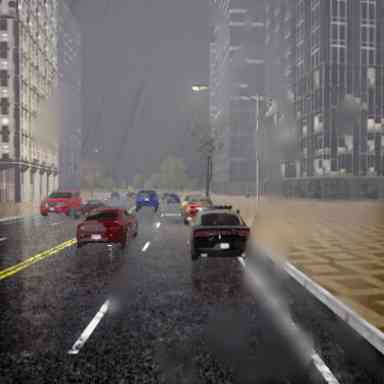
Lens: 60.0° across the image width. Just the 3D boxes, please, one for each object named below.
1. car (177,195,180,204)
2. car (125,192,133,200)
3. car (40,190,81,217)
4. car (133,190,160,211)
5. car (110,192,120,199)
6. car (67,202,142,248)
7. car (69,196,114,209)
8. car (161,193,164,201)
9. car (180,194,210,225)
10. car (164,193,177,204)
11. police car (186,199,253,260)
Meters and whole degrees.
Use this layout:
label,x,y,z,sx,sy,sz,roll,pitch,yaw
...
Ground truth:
label,x,y,z,sx,sy,sz,roll,pitch,yaw
car,0.100,1.024,28.072,2.097,1.767,4.553,0,1,-4
car,-11.890,0.776,64.806,1.837,1.490,4.892,0,1,-9
car,-10.771,0.901,27.884,2.150,2.045,5.566,0,1,-4
car,-4.540,0.820,34.184,2.150,2.045,5.566,0,0,-5
car,-15.882,0.727,68.940,1.837,1.490,4.892,0,1,-10
car,-3.374,1.365,13.774,1.812,1.442,4.674,0,1,-2
car,-7.317,1.279,24.647,1.994,1.385,4.181,0,1,-4
car,-4.624,0.828,61.551,1.812,1.442,4.674,0,1,-9
car,0.469,1.093,21.989,2.097,1.767,4.553,0,1,-3
car,-2.725,0.974,48.049,1.812,1.442,4.674,0,0,-7
police car,0.861,1.283,11.978,1.930,1.638,5.238,0,1,-1
